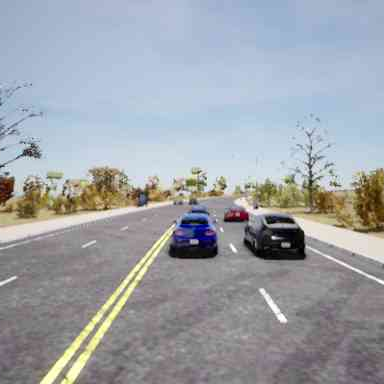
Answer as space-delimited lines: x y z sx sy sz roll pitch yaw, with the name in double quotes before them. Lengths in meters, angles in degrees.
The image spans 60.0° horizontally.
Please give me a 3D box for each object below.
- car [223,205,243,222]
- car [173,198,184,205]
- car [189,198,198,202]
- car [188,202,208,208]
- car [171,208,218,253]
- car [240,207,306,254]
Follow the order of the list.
"car" 3.813 1.820 29.089 1.994 1.385 4.181 0 0 3
"car" -2.914 2.083 72.446 2.128 1.511 4.902 0 0 6
"car" 0.316 2.052 72.084 1.837 1.490 4.892 0 0 6
"car" 0.571 1.823 29.271 1.994 1.385 4.181 0 0 2
"car" 0.129 1.660 14.361 1.812 1.442 4.674 0 0 1
"car" 3.376 1.641 14.199 1.837 1.490 4.892 0 0 1
